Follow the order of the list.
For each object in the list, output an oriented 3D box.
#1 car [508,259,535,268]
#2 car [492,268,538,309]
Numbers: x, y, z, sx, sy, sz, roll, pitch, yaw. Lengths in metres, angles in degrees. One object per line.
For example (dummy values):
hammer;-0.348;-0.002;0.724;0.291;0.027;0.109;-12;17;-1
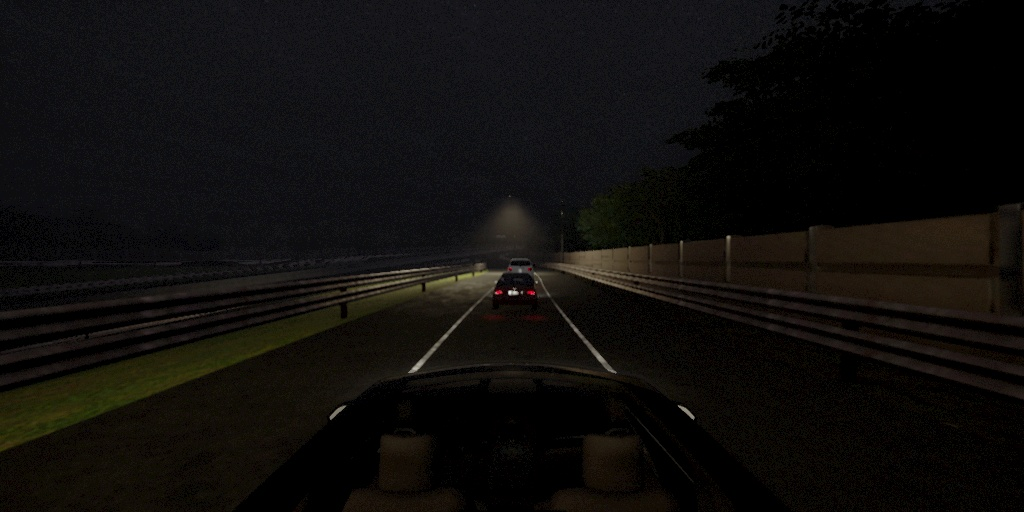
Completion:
car;0.785;1.237;30.730;2.150;2.045;5.566;0;0;3
car;0.164;1.428;15.724;2.033;1.411;5.357;0;0;2
